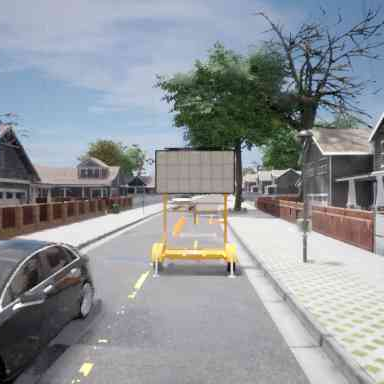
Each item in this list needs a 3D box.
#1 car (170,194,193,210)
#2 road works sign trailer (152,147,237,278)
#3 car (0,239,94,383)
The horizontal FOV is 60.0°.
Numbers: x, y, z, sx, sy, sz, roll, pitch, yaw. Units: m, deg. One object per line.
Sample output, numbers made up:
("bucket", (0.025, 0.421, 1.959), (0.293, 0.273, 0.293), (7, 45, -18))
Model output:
("car", (-1.121, 1.132, 38.709), (2.150, 2.045, 5.566), (0, 0, 5))
("road works sign trailer", (0.097, 0.457, 10.144), (2.380, 3.560, 2.880), (0, 0, 2))
("car", (-2.790, 1.505, 4.504), (1.837, 1.490, 4.892), (0, 0, 1))
